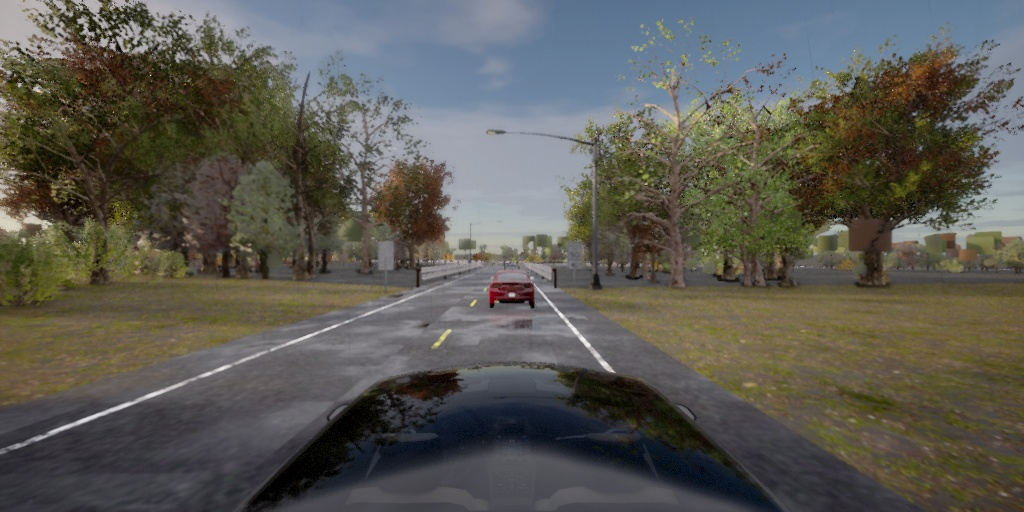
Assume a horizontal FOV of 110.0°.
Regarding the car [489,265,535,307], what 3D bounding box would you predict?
[{"bbox_3d":[0.006,1.367,16.326,1.882,1.535,5.008,0,0,0],"label":"car"}]
